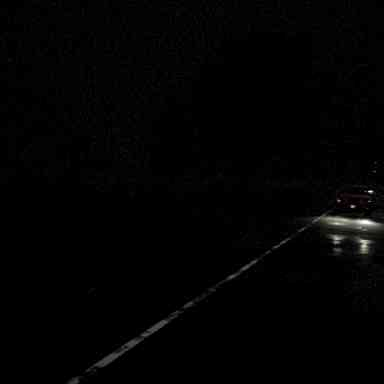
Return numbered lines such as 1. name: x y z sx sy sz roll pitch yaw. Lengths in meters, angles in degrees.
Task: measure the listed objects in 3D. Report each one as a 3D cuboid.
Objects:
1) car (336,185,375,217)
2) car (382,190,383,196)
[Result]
1. car: 11.832 0.525 24.144 2.150 2.045 5.566 3 3 28
2. car: 34.653 0.083 58.837 2.033 1.411 5.357 3 3 29
